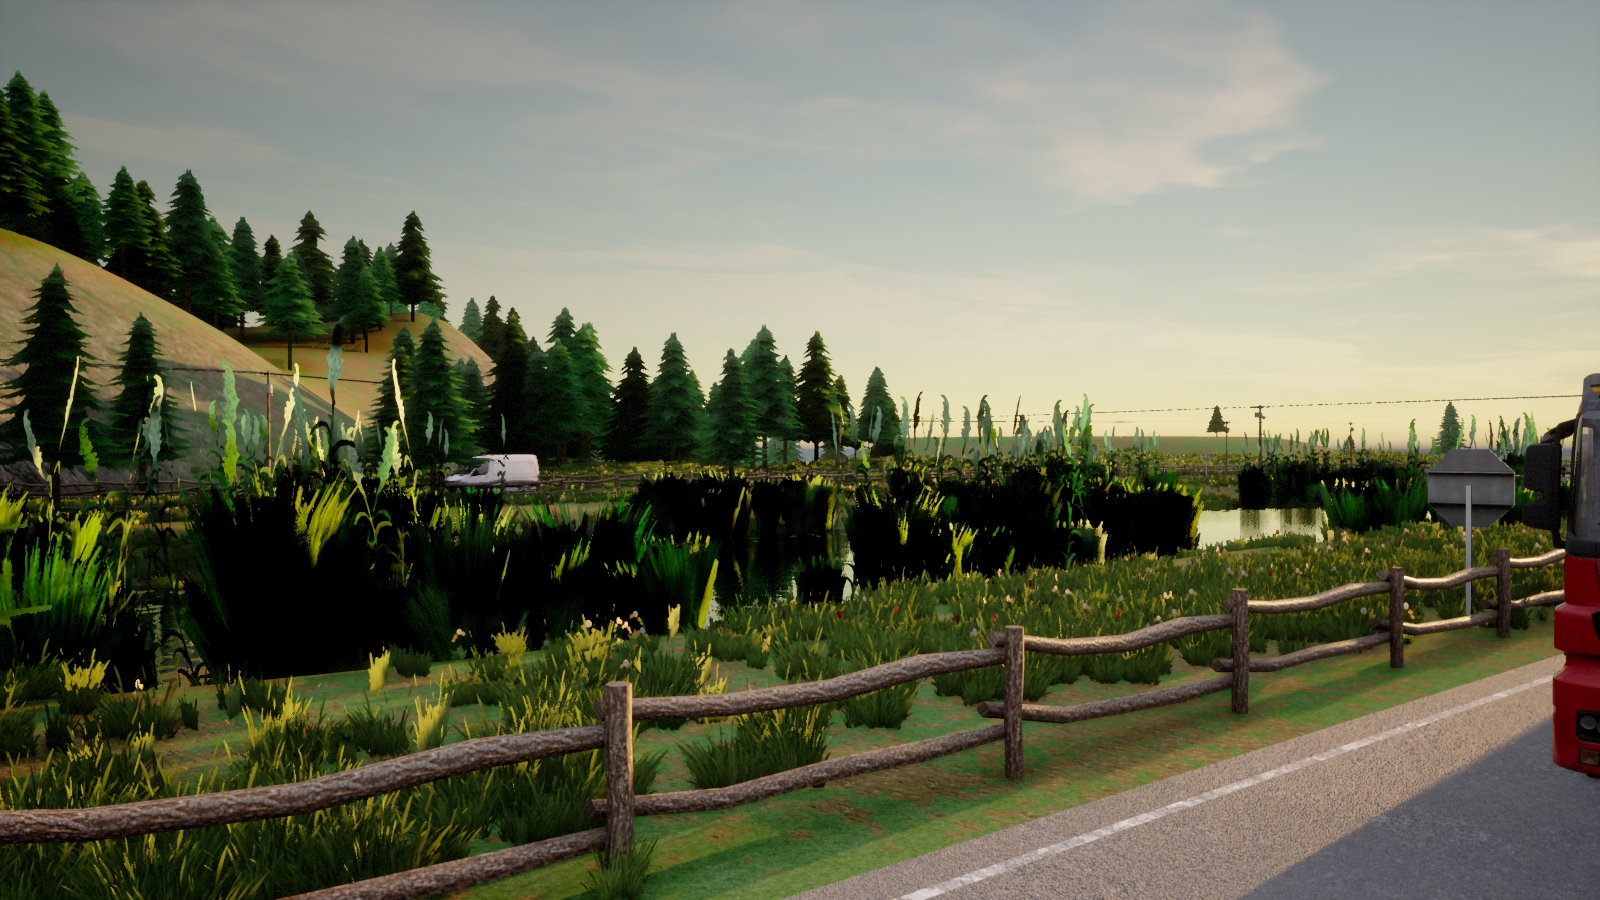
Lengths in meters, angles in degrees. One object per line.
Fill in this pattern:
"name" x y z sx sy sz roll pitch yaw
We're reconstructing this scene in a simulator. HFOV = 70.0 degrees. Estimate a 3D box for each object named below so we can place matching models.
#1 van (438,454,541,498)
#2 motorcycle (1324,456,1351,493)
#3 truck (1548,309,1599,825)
"van" -18.948 1.534 70.011 1.988 2.561 5.915 0 0 45
"motorcycle" 35.021 1.577 74.470 2.033 2.348 0.803 0 0 -39
"truck" 9.529 0.862 10.954 2.891 3.827 8.468 0 0 40
